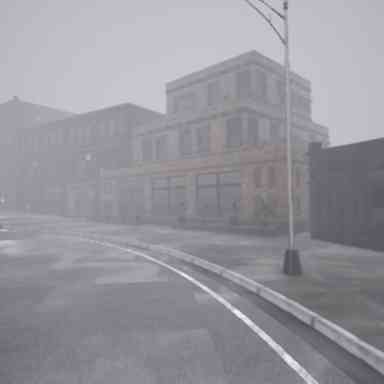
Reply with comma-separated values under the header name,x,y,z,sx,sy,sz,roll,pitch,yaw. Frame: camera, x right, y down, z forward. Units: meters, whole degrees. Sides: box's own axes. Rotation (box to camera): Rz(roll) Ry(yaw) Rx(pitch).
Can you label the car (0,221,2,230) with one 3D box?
name,x,y,z,sx,sy,sz,roll,pitch,yaw
car,-14.957,2.077,22.918,4.181,1.385,1.994,-1,-1,36
